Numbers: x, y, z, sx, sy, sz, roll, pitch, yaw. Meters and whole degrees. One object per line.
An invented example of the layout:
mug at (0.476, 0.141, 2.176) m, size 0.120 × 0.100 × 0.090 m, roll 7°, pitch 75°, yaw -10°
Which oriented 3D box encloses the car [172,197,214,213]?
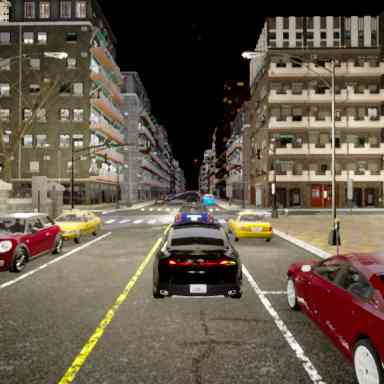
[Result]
car at (0.134, 1.351, 18.718) m, size 2.097 × 1.767 × 4.553 m, roll 0°, pitch 0°, yaw 1°

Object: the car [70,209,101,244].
car at (-5.669, 1.525, 15.923) m, size 1.752 × 1.417 × 4.829 m, roll 1°, pitch 0°, yaw 0°

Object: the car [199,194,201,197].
car at (2.746, 1.511, 59.734) m, size 1.887 × 1.381 × 4.507 m, roll 1°, pitch 0°, yaw 0°

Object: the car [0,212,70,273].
car at (-5.672, 1.441, 10.478) m, size 1.967 × 1.590 × 4.097 m, roll 1°, pitch 0°, yaw 0°

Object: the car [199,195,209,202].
car at (2.759, 1.493, 76.746) m, size 2.008 × 1.369 × 4.403 m, roll 1°, pitch 0°, yaw 0°

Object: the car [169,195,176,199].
car at (-5.613, 1.504, 88.151) m, size 1.802 × 1.307 × 4.206 m, roll 1°, pitch 0°, yaw 0°

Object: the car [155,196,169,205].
car at (-5.635, 1.548, 59.796) m, size 1.802 × 1.307 × 4.206 m, roll 1°, pitch 0°, yaw 0°

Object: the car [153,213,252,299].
car at (0.109, 1.505, 8.458) m, size 1.837 × 1.490 × 4.892 m, roll 0°, pitch 0°, yaw 0°

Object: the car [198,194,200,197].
car at (2.750, 1.525, 65.404) m, size 1.947 × 1.339 × 4.313 m, roll 1°, pitch 0°, yaw 0°

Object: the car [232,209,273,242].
car at (2.712, 1.525, 16.239) m, size 1.752 × 1.417 × 4.829 m, roll 1°, pitch 0°, yaw 0°

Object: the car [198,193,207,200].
car at (2.771, 1.237, 88.087) m, size 2.192 × 1.841 × 5.009 m, roll 1°, pitch 0°, yaw 0°

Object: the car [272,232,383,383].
car at (2.703, 1.545, 4.835) m, size 1.887 × 1.381 × 4.507 m, roll 1°, pitch 0°, yaw 0°

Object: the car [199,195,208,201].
car at (2.764, 1.483, 82.416) m, size 2.008 × 1.369 × 4.403 m, roll 1°, pitch 0°, yaw 0°

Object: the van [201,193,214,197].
van at (2.744, 1.314, 54.061) m, size 1.690 × 1.788 × 3.998 m, roll 1°, pitch 0°, yaw 0°
